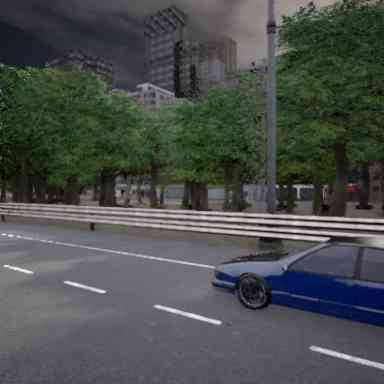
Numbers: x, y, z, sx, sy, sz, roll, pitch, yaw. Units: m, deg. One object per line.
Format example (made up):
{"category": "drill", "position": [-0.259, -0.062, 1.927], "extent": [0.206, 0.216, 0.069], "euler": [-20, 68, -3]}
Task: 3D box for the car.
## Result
{"category": "car", "position": [2.996, 1.545, 6.031], "extent": [5.357, 1.411, 2.033], "euler": [0, 0, 35]}
